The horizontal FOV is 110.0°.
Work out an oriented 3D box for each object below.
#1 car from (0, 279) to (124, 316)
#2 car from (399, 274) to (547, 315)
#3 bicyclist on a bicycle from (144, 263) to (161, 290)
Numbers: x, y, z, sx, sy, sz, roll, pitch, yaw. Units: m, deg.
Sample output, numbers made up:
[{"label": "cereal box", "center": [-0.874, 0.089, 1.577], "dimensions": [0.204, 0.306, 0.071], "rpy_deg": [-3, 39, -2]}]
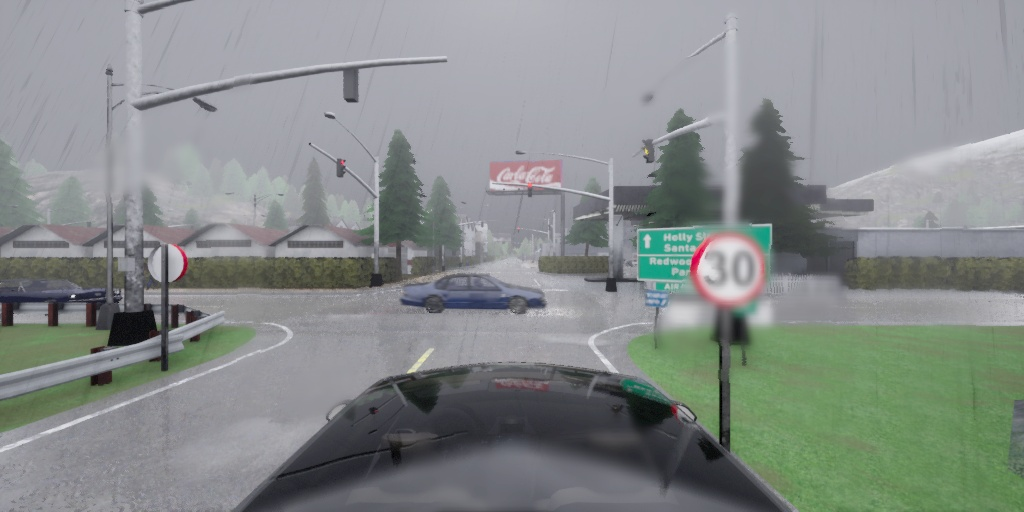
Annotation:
[{"label": "car", "center": [-18.090, 1.542, 13.792], "dimensions": [4.718, 1.301, 1.895], "rpy_deg": [0, 0, 1]}, {"label": "car", "center": [-1.407, 1.384, 13.575], "dimensions": [5.357, 1.411, 2.033], "rpy_deg": [0, 0, 1]}, {"label": "bicyclist on a bicycle", "center": [-21.674, 1.244, 21.323], "dimensions": [0.582, 1.620, 1.656], "rpy_deg": [0, 0, 1]}]
